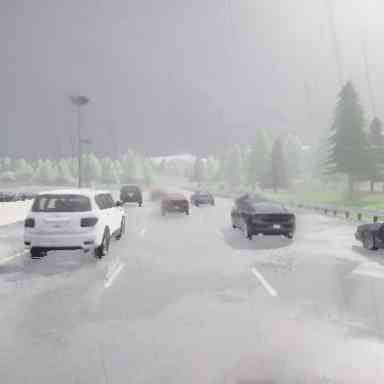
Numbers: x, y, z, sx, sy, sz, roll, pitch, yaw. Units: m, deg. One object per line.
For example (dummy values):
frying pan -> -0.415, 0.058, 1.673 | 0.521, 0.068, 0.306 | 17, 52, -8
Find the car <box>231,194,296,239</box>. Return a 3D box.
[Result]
car -> 3.025, 1.093, 14.983 | 1.882, 1.535, 5.008 | 0, 1, -4

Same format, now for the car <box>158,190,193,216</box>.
car -> -1.371, 0.845, 24.870 | 1.882, 1.535, 5.008 | 0, 1, -7

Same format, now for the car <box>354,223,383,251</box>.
car -> 6.856, 1.301, 9.492 | 2.033, 1.411, 5.357 | 0, 1, -3

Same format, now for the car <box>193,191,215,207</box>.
car -> 0.971, 0.645, 33.242 | 2.128, 1.511, 4.902 | 0, 1, -9

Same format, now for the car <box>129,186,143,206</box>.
car -> -6.229, 0.357, 34.040 | 2.150, 2.045, 5.566 | 0, 1, -9

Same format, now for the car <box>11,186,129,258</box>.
car -> -3.768, 0.925, 11.579 | 2.150, 2.045, 5.566 | 0, 1, -3

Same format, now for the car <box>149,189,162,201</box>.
car -> -4.468, 0.398, 43.721 | 1.837, 1.490, 4.892 | 0, 1, -12
